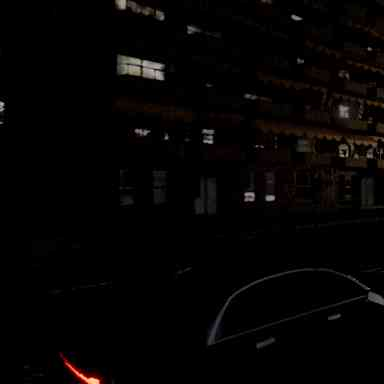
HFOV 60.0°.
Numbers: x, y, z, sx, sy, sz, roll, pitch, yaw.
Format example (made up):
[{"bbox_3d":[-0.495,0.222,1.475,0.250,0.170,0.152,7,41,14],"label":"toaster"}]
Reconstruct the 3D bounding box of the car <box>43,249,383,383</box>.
[{"bbox_3d":[0.885,1.468,4.013,4.892,1.490,1.837,-1,1,-35],"label":"car"}]
